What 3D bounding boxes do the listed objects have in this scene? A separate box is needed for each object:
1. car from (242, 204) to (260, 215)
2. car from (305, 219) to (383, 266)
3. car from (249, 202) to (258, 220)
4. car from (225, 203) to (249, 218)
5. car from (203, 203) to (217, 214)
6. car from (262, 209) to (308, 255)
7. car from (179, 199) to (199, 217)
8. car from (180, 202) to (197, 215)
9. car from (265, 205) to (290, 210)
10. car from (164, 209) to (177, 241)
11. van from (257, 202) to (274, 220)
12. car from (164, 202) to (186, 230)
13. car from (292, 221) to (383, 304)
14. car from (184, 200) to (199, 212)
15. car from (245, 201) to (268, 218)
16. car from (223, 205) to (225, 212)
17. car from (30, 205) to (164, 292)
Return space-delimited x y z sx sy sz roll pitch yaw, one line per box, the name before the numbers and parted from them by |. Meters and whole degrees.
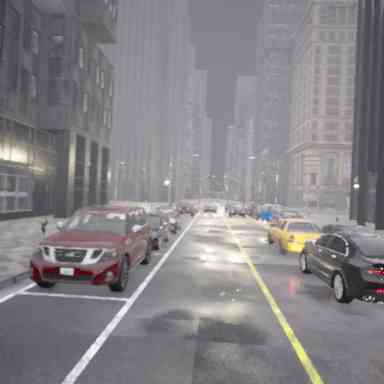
car | 8.461 2.510 47.849 2.008 1.369 4.403 2 -1 3
car | 6.463 2.031 14.301 1.947 1.339 4.313 2 -1 3
car | 7.800 2.235 36.667 1.967 1.590 4.097 2 -1 3
car | 5.254 2.313 39.433 1.895 1.301 4.718 3 -1 4
car | 2.567 2.212 45.668 2.033 1.411 5.357 3 -1 3
car | 4.629 1.846 14.997 1.801 1.575 5.366 3 -1 3
car | -0.697 1.729 37.180 2.192 1.841 5.009 2 -1 3
car | -0.382 2.019 42.599 1.752 1.417 4.829 2 -1 3
car | 7.134 2.070 25.485 1.967 1.590 4.097 2 -1 3
car | -2.039 1.651 14.810 1.947 1.339 4.313 2 -1 3
van | 7.471 2.053 31.078 1.690 1.788 3.998 2 -1 3
car | -1.701 1.607 20.403 1.967 1.590 4.097 2 -1 3
car | 4.278 1.806 8.816 1.837 1.490 4.892 3 -1 3
car | -0.036 2.019 48.361 1.967 1.590 4.097 2 -1 3
car | 8.138 2.192 42.261 2.192 1.841 5.009 2 -1 3
car | 5.828 2.370 49.970 1.837 1.490 4.892 3 -1 3
car | -2.361 1.318 9.222 2.192 1.841 5.009 2 -1 3
